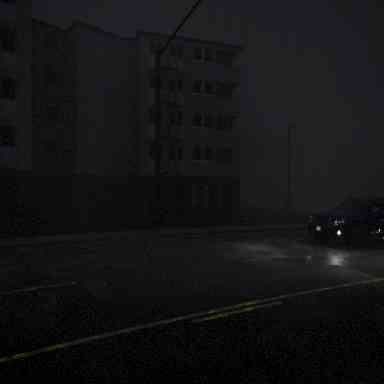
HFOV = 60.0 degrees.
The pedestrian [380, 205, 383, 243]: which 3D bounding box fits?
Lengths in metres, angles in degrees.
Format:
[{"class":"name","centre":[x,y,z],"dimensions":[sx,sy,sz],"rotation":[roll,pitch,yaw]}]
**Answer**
[{"class":"pedestrian","centre":[7.186,1.294,12.164],"dimensions":[0.375,1.860,0.375],"rotation":[0,0,-20]}]

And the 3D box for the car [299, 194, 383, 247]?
[{"class":"car","centre":[8.026,1.223,15.201],"dimensions":[5.566,2.045,2.150],"rotation":[0,0,-20]}]
